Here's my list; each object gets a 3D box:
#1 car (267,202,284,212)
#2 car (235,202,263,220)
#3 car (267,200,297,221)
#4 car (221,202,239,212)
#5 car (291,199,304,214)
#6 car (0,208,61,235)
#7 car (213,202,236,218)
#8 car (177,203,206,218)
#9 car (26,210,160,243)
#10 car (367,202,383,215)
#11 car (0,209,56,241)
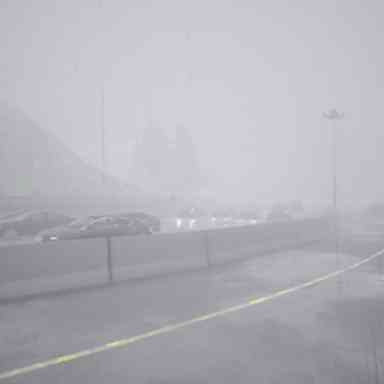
[{"bbox_3d":[13.890,2.494,55.267,2.128,1.511,4.902,0,-1,21],"label":"car"},{"bbox_3d":[6.451,2.184,36.171,1.812,1.442,4.674,0,-1,22],"label":"car"},{"bbox_3d":[8.780,1.949,32.729,2.097,1.767,4.553,0,-1,23],"label":"car"},{"bbox_3d":[6.328,2.502,55.164,1.837,1.490,4.892,0,-1,21],"label":"car"},{"bbox_3d":[15.669,2.135,50.220,2.150,2.045,5.566,0,-1,21],"label":"car"},{"bbox_3d":[-11.462,1.886,21.801,4.902,1.511,2.128,1,-1,-42],"label":"car"},{"bbox_3d":[3.861,2.234,39.068,1.812,1.442,4.674,0,-1,21],"label":"car"},{"bbox_3d":[-0.013,2.055,38.849,2.097,1.767,4.553,0,-1,22],"label":"car"},{"bbox_3d":[-4.095,1.753,14.330,4.902,1.511,2.128,1,-1,-42],"label":"car"},{"bbox_3d":[25.125,2.176,45.107,2.097,1.767,4.553,0,-1,21],"label":"car"},{"bbox_3d":[-8.986,1.828,19.314,5.008,1.535,1.882,1,-1,-42],"label":"car"}]
